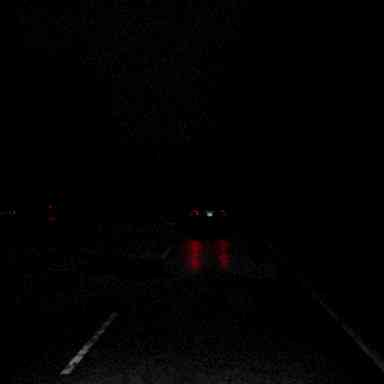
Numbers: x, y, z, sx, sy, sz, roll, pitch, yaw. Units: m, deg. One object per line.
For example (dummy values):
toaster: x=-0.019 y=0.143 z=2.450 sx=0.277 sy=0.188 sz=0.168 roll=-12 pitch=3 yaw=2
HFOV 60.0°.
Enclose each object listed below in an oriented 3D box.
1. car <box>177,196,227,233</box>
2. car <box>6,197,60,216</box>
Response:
car: x=0.506 y=1.272 z=20.013 sx=2.150 sy=2.045 sz=5.566 roll=1 pitch=0 yaw=-9
car: x=-15.100 y=1.331 z=31.564 sx=4.553 sy=1.767 sz=2.097 roll=0 pitch=0 yaw=4
